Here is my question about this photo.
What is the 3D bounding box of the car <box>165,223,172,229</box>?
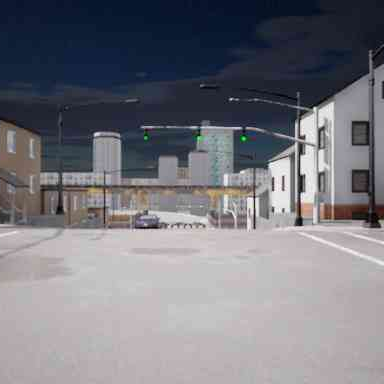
[{"bbox_3d":[-3.693,4.273,37.860,1.994,1.385,4.181,0,-12,-1],"label":"car"}]

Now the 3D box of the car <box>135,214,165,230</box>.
[{"bbox_3d":[-3.594,2.613,27.950,1.812,1.442,4.674,0,-9,0],"label":"car"}]
